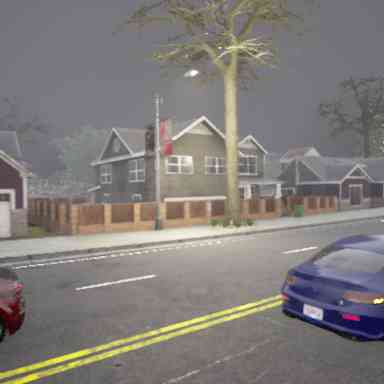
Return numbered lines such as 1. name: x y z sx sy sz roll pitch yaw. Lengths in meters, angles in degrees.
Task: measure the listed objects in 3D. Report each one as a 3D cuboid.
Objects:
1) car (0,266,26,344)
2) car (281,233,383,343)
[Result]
1. car: -4.550 1.568 4.430 4.181 1.385 1.994 0 0 -35
2. car: 3.562 1.490 5.980 4.674 1.442 1.812 -1 0 -36
